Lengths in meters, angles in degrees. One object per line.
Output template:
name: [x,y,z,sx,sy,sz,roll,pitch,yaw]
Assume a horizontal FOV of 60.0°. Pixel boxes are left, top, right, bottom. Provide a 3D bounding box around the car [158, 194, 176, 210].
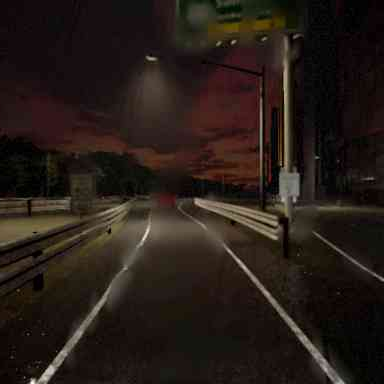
car: [-3.316,1.238,44.210,2.150,2.045,5.566,0,0,-3]
